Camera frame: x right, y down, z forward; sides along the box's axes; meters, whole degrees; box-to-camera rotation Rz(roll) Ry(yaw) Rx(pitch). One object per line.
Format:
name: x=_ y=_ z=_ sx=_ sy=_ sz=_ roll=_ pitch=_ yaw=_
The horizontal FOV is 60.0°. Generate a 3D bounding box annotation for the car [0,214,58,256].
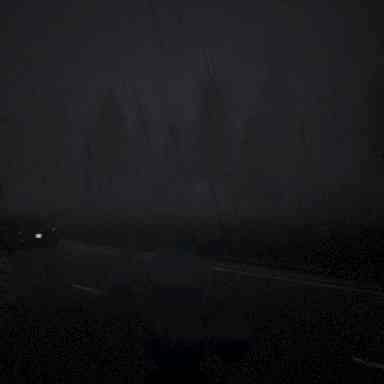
car: x=-7.307 y=1.603 z=13.486 sx=4.181 sy=1.385 sz=1.994 roll=0 pitch=0 yaw=36
